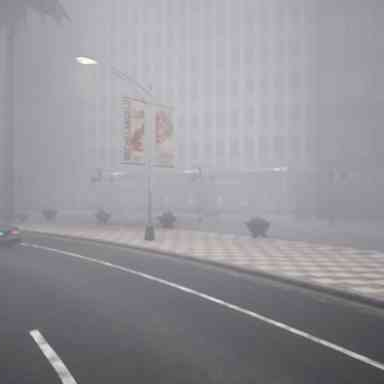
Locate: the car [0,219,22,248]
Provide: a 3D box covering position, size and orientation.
[{"bbox_3d":[-9.477,1.693,14.404,5.357,1.411,2.033,0,-1,36],"label":"car"}]
